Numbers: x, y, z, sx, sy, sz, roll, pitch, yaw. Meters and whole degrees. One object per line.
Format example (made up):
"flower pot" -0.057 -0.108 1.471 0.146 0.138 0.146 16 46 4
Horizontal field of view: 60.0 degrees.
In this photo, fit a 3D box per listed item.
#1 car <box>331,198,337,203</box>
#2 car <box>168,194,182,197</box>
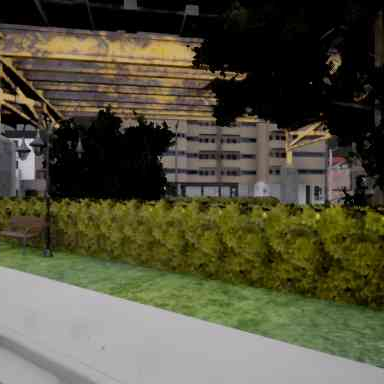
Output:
"car" 14.892 1.352 31.183 4.553 1.767 2.097 0 0 -9
"car" -3.333 1.220 31.974 5.566 2.045 2.150 0 0 -9
